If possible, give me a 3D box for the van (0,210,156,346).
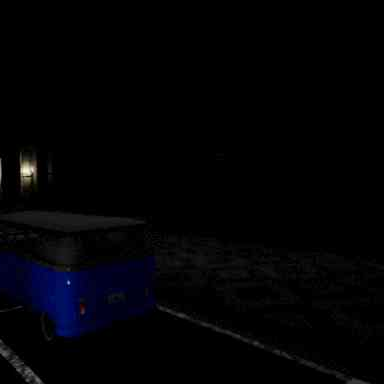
[{"bbox_3d":[-2.392,1.277,6.058,3.998,1.788,1.690,0,1,45],"label":"van"}]
